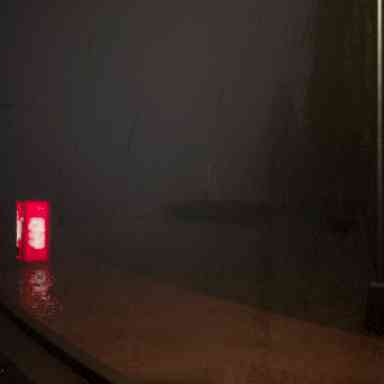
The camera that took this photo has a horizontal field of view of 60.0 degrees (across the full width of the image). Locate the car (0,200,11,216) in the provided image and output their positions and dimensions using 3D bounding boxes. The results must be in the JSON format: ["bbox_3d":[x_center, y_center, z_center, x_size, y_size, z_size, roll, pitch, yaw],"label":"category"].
[{"bbox_3d":[-19.590,1.337,30.888,2.150,2.045,5.566,0,0,-2],"label":"car"}]

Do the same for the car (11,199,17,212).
[{"bbox_3d":[-22.397,1.666,42.222,2.128,1.511,4.902,0,0,7],"label":"car"}]

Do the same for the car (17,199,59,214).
[{"bbox_3d":[-15.888,1.507,35.094,2.097,1.767,4.553,0,0,3],"label":"car"}]

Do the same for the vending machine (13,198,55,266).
[{"bbox_3d":[-5.221,1.244,10.956,1.100,2.100,0.880,0,0,-36],"label":"vending machine"}]
